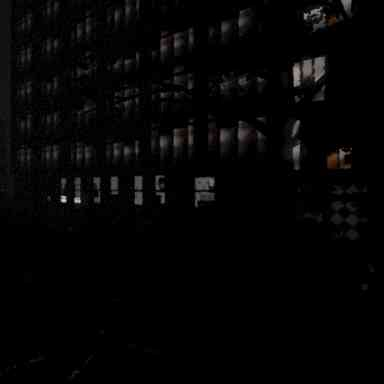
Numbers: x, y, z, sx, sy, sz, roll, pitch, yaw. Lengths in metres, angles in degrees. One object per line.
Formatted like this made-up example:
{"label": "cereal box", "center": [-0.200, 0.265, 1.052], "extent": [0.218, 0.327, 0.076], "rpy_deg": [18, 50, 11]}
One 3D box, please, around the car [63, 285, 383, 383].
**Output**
{"label": "car", "center": [0.866, 1.434, 2.266], "extent": [4.097, 1.590, 1.967], "rpy_deg": [1, 0, 36]}

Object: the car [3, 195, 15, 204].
{"label": "car", "center": [-23.840, 1.095, 46.124], "extent": [1.802, 1.307, 4.206], "rpy_deg": [0, 0, 37]}
